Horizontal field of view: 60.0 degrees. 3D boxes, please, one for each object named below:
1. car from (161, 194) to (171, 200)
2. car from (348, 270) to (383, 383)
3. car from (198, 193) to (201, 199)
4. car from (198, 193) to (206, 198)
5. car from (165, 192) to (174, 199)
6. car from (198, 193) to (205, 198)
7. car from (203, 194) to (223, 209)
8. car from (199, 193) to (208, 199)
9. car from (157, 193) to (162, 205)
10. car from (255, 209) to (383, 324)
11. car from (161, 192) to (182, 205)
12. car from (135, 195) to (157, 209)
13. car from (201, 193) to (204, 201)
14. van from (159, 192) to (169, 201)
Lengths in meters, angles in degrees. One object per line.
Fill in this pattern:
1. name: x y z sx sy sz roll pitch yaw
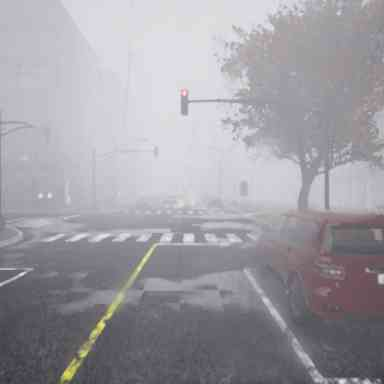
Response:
1. car: -5.697 1.069 72.540 1.802 1.307 4.206 0 0 0
2. car: 2.692 1.554 1.436 1.947 1.339 4.313 0 0 0
3. car: 2.684 1.105 67.008 1.802 1.307 4.206 0 0 0
4. car: 2.681 0.929 89.139 1.887 1.381 4.507 0 0 0
5. car: -5.698 0.858 83.605 1.967 1.590 4.097 0 0 0
6. car: 2.681 0.903 94.672 2.008 1.369 4.403 0 0 0
7. car: 2.687 1.251 39.346 1.887 1.381 4.507 0 0 0
8. car: 2.683 0.976 78.244 1.752 1.417 4.829 0 0 0
9. car: -5.694 1.182 50.411 2.008 1.369 4.403 0 0 0
10. car: 2.692 1.260 6.957 2.192 1.841 5.009 0 0 0
11. car: -3.006 1.199 49.084 2.033 1.411 5.357 0 1 0
12. car: -5.693 1.257 39.345 2.008 1.369 4.403 0 0 0
13. car: 2.686 1.155 50.581 1.752 1.417 4.829 0 0 0
14. van: -5.696 0.864 67.007 1.690 1.788 3.998 0 0 0
